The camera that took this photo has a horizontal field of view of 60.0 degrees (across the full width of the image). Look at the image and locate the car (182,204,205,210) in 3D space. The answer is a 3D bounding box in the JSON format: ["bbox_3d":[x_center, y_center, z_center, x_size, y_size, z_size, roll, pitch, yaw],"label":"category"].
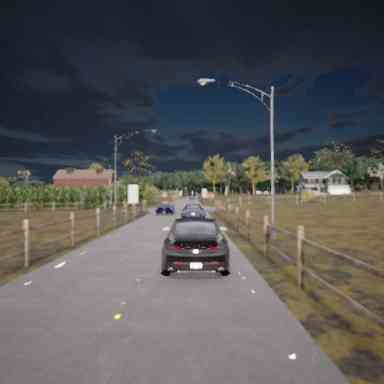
[{"bbox_3d":[0.094,1.663,27.249,1.994,1.385,4.181,0,0,0],"label":"car"}]

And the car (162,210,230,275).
[{"bbox_3d":[0.097,1.554,10.641,1.837,1.490,4.892,0,0,0],"label":"car"}]

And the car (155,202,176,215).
[{"bbox_3d":[-2.762,1.718,35.163,1.895,1.301,4.718,0,0,0],"label":"car"}]
